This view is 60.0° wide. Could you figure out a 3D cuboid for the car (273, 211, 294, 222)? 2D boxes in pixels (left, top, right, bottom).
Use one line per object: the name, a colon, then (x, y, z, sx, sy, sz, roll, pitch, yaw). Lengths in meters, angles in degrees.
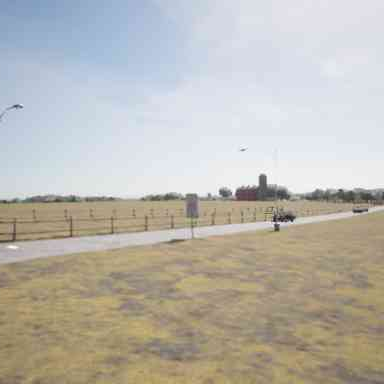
car: (13.822, 3.629, 50.086, 2.128, 1.511, 4.902, -2, -3, 35)
